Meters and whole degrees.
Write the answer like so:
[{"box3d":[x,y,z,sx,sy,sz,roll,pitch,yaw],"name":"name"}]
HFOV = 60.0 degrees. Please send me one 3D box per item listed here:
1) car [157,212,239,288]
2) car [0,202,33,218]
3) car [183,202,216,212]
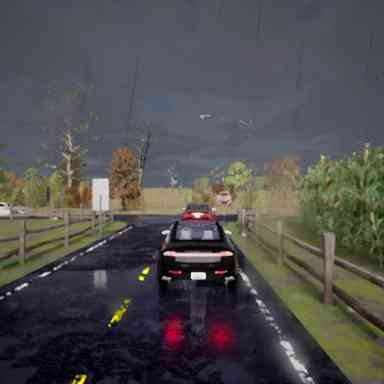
[{"box3d":[0.136,1.533,9.309,2.128,1.511,4.902,0,0,0],"name":"car"},{"box3d":[-17.499,1.686,31.290,4.674,1.442,1.812,0,0,1],"name":"car"},{"box3d":[0.477,1.445,21.623,2.097,1.767,4.553,0,0,4],"name":"car"}]
